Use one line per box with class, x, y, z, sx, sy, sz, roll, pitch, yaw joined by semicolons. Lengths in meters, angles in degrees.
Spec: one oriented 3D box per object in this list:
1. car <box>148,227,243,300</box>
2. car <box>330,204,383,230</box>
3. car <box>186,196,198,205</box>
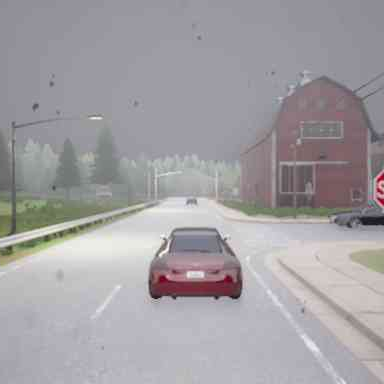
car;0.079;1.570;8.455;1.994;1.385;4.181;0;0;0
car;11.246;1.507;20.839;4.902;1.511;2.128;0;0;-1
car;-0.029;1.520;58.422;1.882;1.535;5.008;0;0;0
